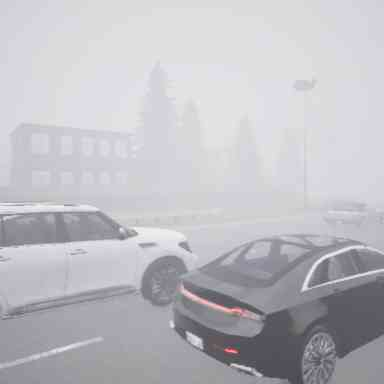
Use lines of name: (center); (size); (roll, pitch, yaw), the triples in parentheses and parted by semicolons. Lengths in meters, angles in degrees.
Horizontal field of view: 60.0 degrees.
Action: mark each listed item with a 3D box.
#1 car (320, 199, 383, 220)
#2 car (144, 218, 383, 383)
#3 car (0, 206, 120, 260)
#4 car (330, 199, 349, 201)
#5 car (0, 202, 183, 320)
car: (9.762, 1.318, 19.701); (4.718, 1.301, 1.895); (-1, 1, -40)
car: (1.993, 1.425, 5.171); (4.902, 1.511, 2.128); (-1, 1, -36)
car: (-5.511, 1.436, 12.714); (5.008, 1.535, 1.882); (-1, 1, -36)
car: (11.871, 1.199, 26.367); (4.181, 1.385, 1.994); (-1, 1, -44)
car: (-2.541, 1.200, 6.236); (5.566, 2.045, 2.150); (-1, 1, -36)
